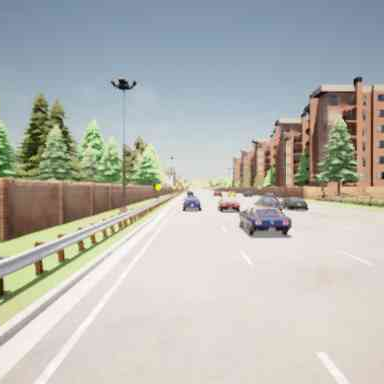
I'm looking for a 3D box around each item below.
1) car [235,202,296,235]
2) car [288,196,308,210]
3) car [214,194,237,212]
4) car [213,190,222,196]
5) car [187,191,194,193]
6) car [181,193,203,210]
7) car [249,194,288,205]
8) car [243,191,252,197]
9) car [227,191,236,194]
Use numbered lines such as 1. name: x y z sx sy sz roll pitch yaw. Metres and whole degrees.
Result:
1. car: 3.594 1.387 17.206 1.895 1.301 4.718 0 1 0
2. car: 10.500 1.136 34.592 1.994 1.385 4.181 0 1 0
3. car: 3.500 1.195 32.823 1.895 1.301 4.718 0 1 0
4. car: 6.619 0.287 86.572 2.097 1.767 4.553 0 1 0
5. car: -0.409 0.378 91.026 1.837 1.490 4.892 0 1 0
6. car: 0.006 1.099 34.493 1.812 1.442 4.674 0 1 0
7. car: 6.996 1.162 31.087 2.033 1.411 5.357 0 1 0
8. car: 13.648 0.515 81.767 2.128 1.511 4.902 0 1 0
9. car: 10.125 0.422 85.504 1.882 1.535 5.008 0 1 0
